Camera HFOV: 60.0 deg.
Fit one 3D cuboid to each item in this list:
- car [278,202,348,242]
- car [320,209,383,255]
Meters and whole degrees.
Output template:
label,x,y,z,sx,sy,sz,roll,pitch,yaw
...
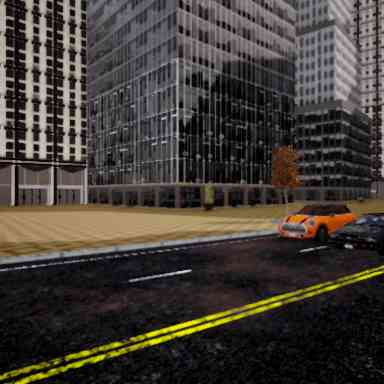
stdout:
label,x,y,z,sx,sy,sz,roll,pitch,yaw
car,6.356,1.379,16.668,4.553,1.767,2.097,0,0,-38
car,7.739,1.570,13.598,5.357,1.411,2.033,0,0,-38
